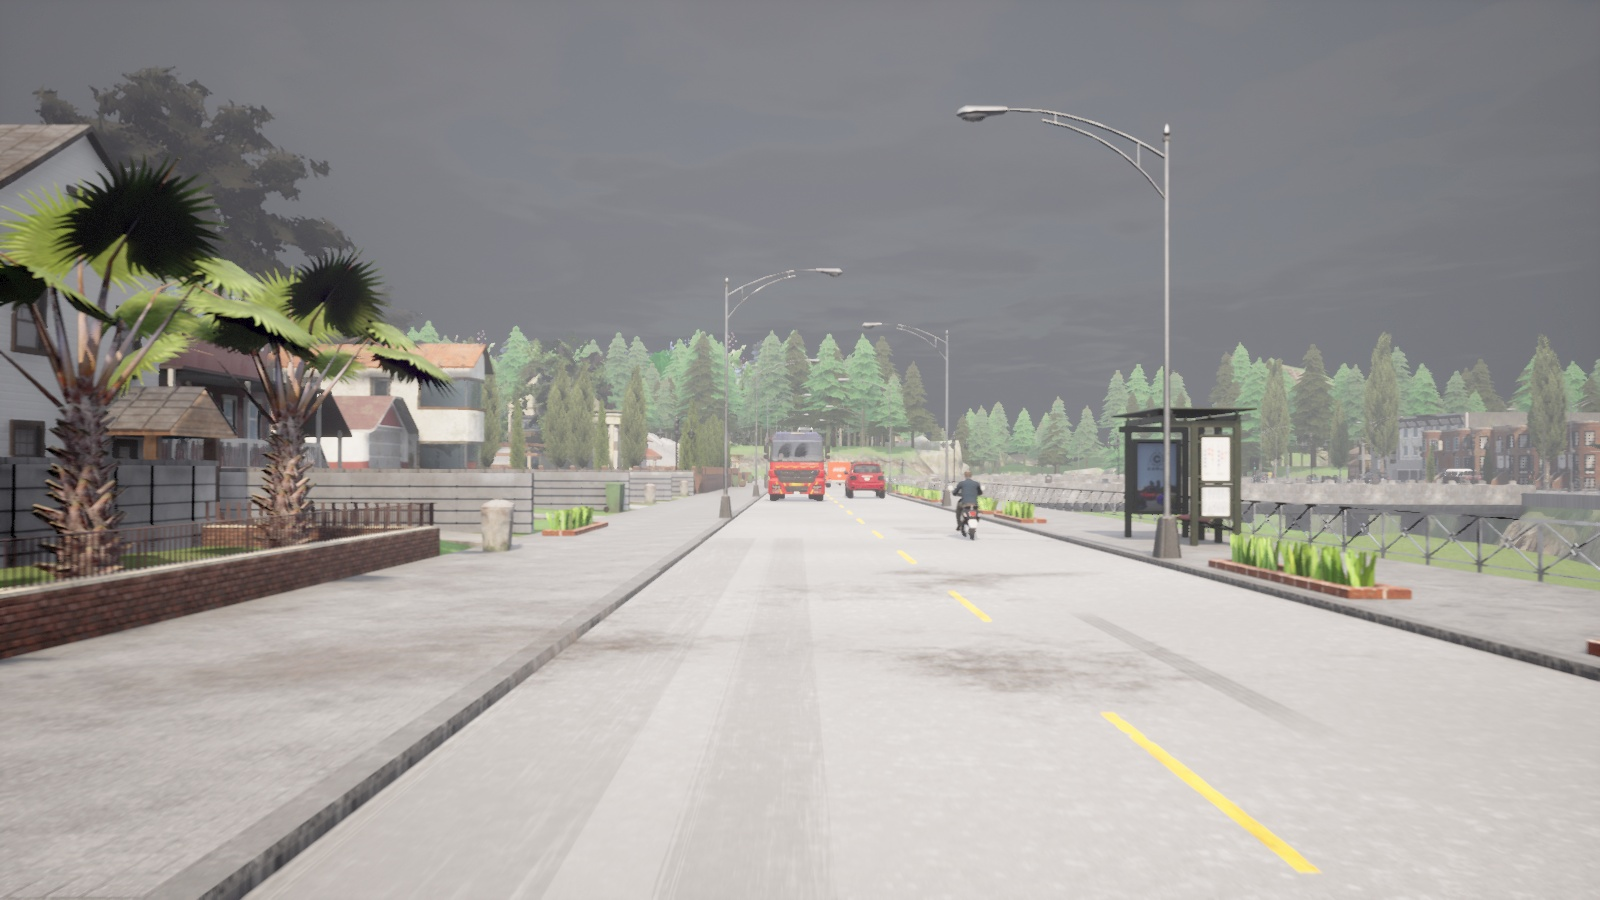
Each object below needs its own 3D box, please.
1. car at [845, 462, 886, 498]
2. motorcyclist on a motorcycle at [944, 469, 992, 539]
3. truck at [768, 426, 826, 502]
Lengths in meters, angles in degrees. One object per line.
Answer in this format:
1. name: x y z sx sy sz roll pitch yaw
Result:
1. car: 3.825 1.761 74.220 2.150 2.045 5.566 0 -1 0
2. motorcyclist on a motorcycle: 3.931 1.246 29.469 0.866 1.590 1.817 0 -1 0
3. truck: -0.163 0.774 67.112 2.891 3.827 8.468 0 -1 0
